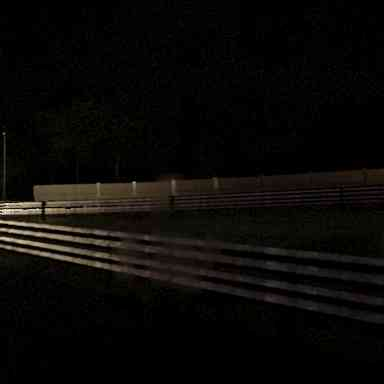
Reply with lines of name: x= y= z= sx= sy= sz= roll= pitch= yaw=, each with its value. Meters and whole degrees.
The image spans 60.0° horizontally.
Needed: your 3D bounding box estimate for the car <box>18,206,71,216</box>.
car: x=-14.143 y=1.628 z=31.786 sx=4.718 sy=1.301 sz=1.895 roll=-1 pitch=-1 yaw=15
